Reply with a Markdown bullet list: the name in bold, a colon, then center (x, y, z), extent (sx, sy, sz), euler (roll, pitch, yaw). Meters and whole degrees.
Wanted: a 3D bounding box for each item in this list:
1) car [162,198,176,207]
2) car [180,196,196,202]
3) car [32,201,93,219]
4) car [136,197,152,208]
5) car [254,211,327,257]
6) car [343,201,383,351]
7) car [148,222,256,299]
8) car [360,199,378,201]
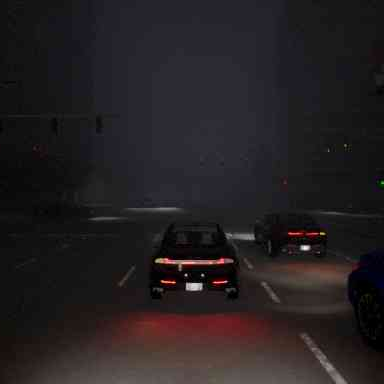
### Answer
- **car**: center (-3.494, 1.601, 51.363), extent (1.895, 1.301, 4.718), euler (0, 0, 1)
- **car**: center (-1.018, 1.566, 73.312), extent (1.895, 1.301, 4.718), euler (0, 0, -27)
- **car**: center (-10.994, 1.507, 28.347), extent (4.892, 1.490, 1.837), euler (-1, 0, 0)
- **car**: center (-7.010, 1.505, 48.730), extent (1.837, 1.490, 4.892), euler (0, 0, 0)
- **car**: center (3.616, 1.505, 12.880), extent (1.837, 1.490, 4.892), euler (0, 0, 1)
- **car**: center (3.606, 1.222, 3.048), extent (2.150, 2.045, 5.566), euler (0, 0, 0)
- **car**: center (0.066, 1.492, 8.413), extent (2.128, 1.511, 4.902), euler (0, 0, 1)
- **car**: center (18.678, 1.526, 35.673), extent (4.674, 1.442, 1.812), euler (0, 0, 0)
